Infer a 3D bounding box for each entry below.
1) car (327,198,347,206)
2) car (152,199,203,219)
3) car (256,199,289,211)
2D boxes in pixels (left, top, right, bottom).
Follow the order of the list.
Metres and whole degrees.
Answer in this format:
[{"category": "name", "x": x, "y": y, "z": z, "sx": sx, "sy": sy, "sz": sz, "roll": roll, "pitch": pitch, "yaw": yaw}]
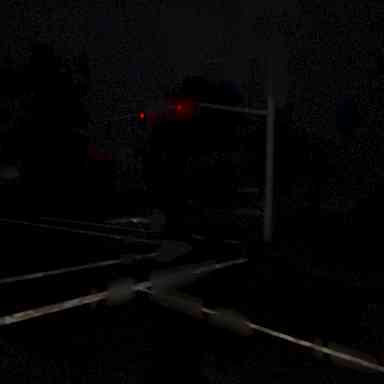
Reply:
[{"category": "car", "x": 23.877, "y": 1.659, "z": 54.738, "sx": 1.895, "sy": 1.301, "sz": 4.718, "roll": 2, "pitch": 1, "yaw": 41}, {"category": "car", "x": -1.043, "y": 1.274, "z": 26.202, "sx": 1.812, "sy": 1.442, "sz": 4.674, "roll": 2, "pitch": 1, "yaw": 41}, {"category": "car", "x": 9.222, "y": 1.476, "z": 38.007, "sx": 1.895, "sy": 1.301, "sz": 4.718, "roll": 2, "pitch": 1, "yaw": 41}]
